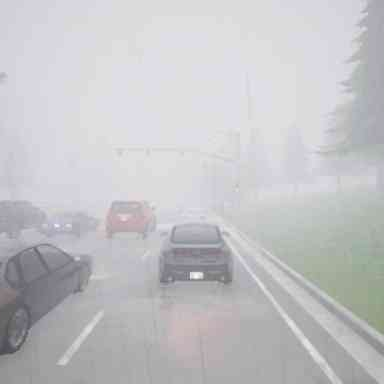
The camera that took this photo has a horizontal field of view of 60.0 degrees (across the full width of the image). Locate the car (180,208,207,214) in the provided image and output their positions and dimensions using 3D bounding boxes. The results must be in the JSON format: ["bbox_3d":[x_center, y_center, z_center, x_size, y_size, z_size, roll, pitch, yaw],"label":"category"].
[{"bbox_3d":[0.102,1.822,23.525,1.812,1.442,4.674,0,-1,0],"label":"car"}]

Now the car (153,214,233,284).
[{"bbox_3d":[0.101,1.632,9.900,1.837,1.490,4.892,0,0,0],"label":"car"}]

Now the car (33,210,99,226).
[{"bbox_3d":[-6.903,1.793,19.426,2.033,1.411,5.357,0,-1,0],"label":"car"}]

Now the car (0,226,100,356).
[{"bbox_3d":[-3.398,1.626,6.111,2.033,1.411,5.357,0,-1,0],"label":"car"}]

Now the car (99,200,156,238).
[{"bbox_3d":[-3.398,1.467,19.316,2.150,2.045,5.566,0,0,0],"label":"car"}]

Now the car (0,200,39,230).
[{"bbox_3d":[-10.398,1.465,19.228,2.150,2.045,5.566,0,-1,0],"label":"car"}]
